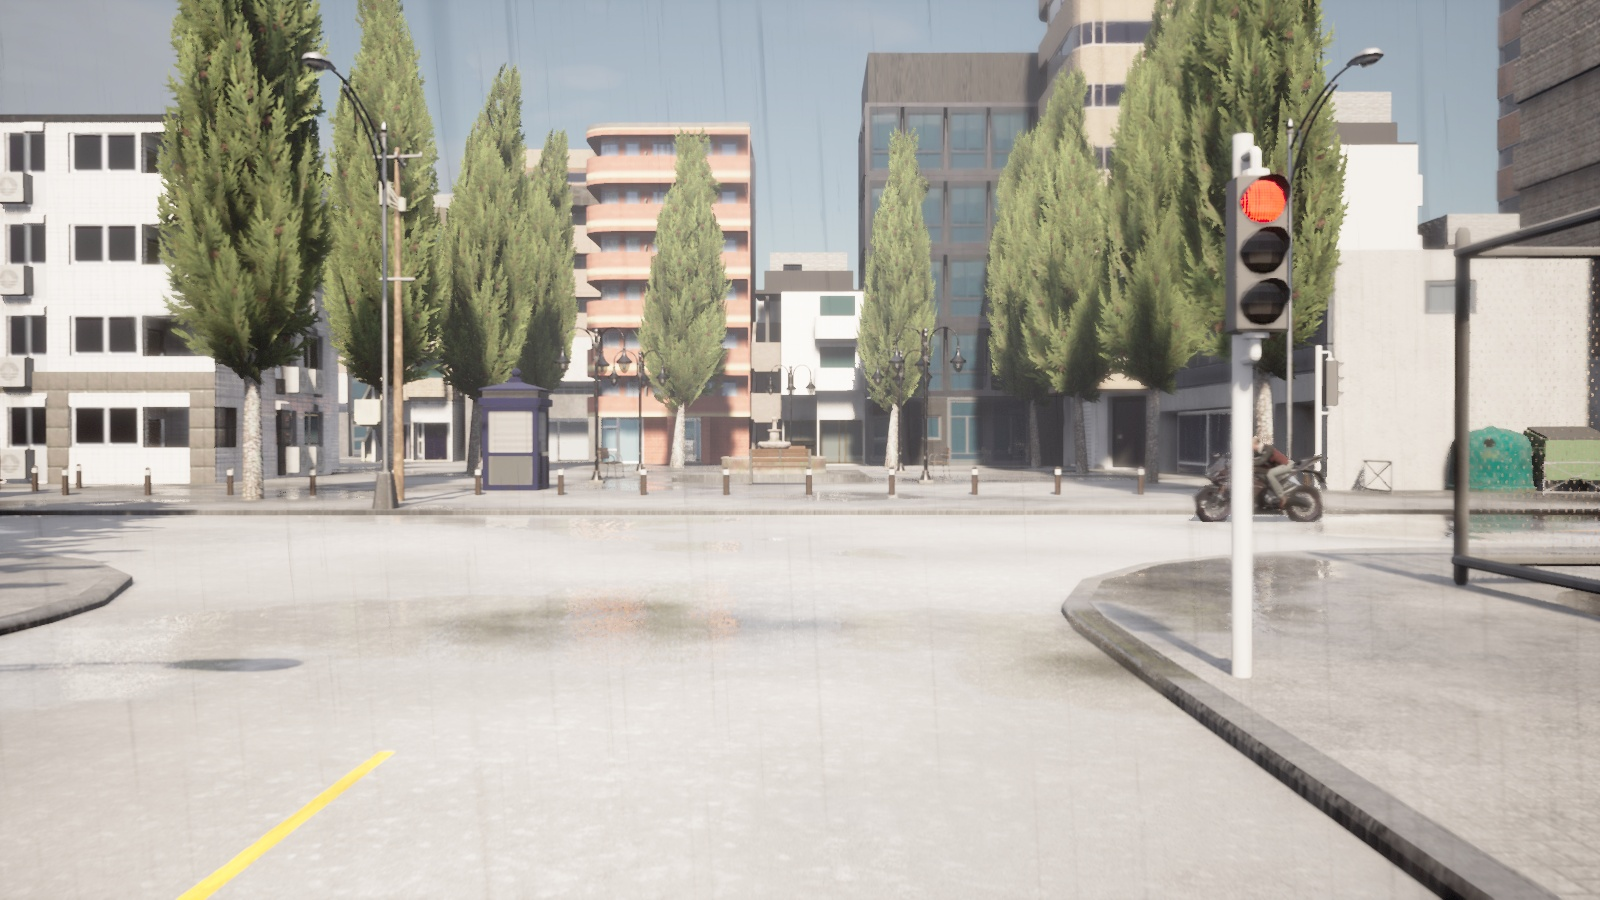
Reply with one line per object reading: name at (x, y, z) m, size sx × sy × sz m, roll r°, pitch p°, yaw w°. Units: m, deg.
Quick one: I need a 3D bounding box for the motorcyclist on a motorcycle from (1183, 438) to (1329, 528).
motorcyclist on a motorcycle at (7.843, 0.553, 21.676) m, size 2.191 × 1.530 × 0.866 m, roll 0°, pitch 1°, yaw 0°
